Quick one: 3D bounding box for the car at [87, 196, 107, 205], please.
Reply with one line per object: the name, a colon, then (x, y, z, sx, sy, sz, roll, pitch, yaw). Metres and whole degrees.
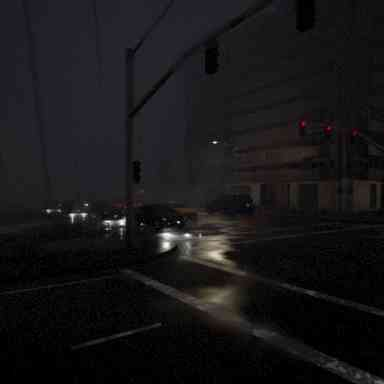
car: (-17.776, 1.533, 62.117, 1.882, 1.535, 5.008, 0, 0, -35)

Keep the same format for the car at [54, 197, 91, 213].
car: (-13.707, 1.603, 37.926, 2.033, 1.411, 5.357, 0, 0, -35)

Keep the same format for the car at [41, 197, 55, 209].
car: (-19.750, 1.533, 46.503, 1.882, 1.535, 5.008, 0, 0, -35)

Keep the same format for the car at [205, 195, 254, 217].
car: (3.503, 1.277, 31.916, 2.150, 2.045, 5.566, 0, 0, -33)

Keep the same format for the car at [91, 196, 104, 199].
car: (-12.893, 1.603, 42.826, 2.033, 1.411, 5.357, 0, 0, -35)

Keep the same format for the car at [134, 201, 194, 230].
car: (-2.215, 1.560, 21.721, 1.837, 1.490, 4.892, 0, 0, -35)

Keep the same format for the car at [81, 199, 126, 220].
car: (-7.853, 1.603, 29.662, 2.033, 1.411, 5.357, 0, 0, -35)

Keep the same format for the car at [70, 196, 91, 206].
car: (-19.845, 1.547, 58.985, 2.128, 1.511, 4.902, 0, 0, -35)

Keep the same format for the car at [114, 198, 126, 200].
car: (-6.813, 1.407, 34.245, 2.097, 1.767, 4.553, 0, 0, -35)

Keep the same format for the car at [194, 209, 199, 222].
car: (-1.443, 1.533, 26.679, 1.882, 1.535, 5.008, 0, 0, -35)
